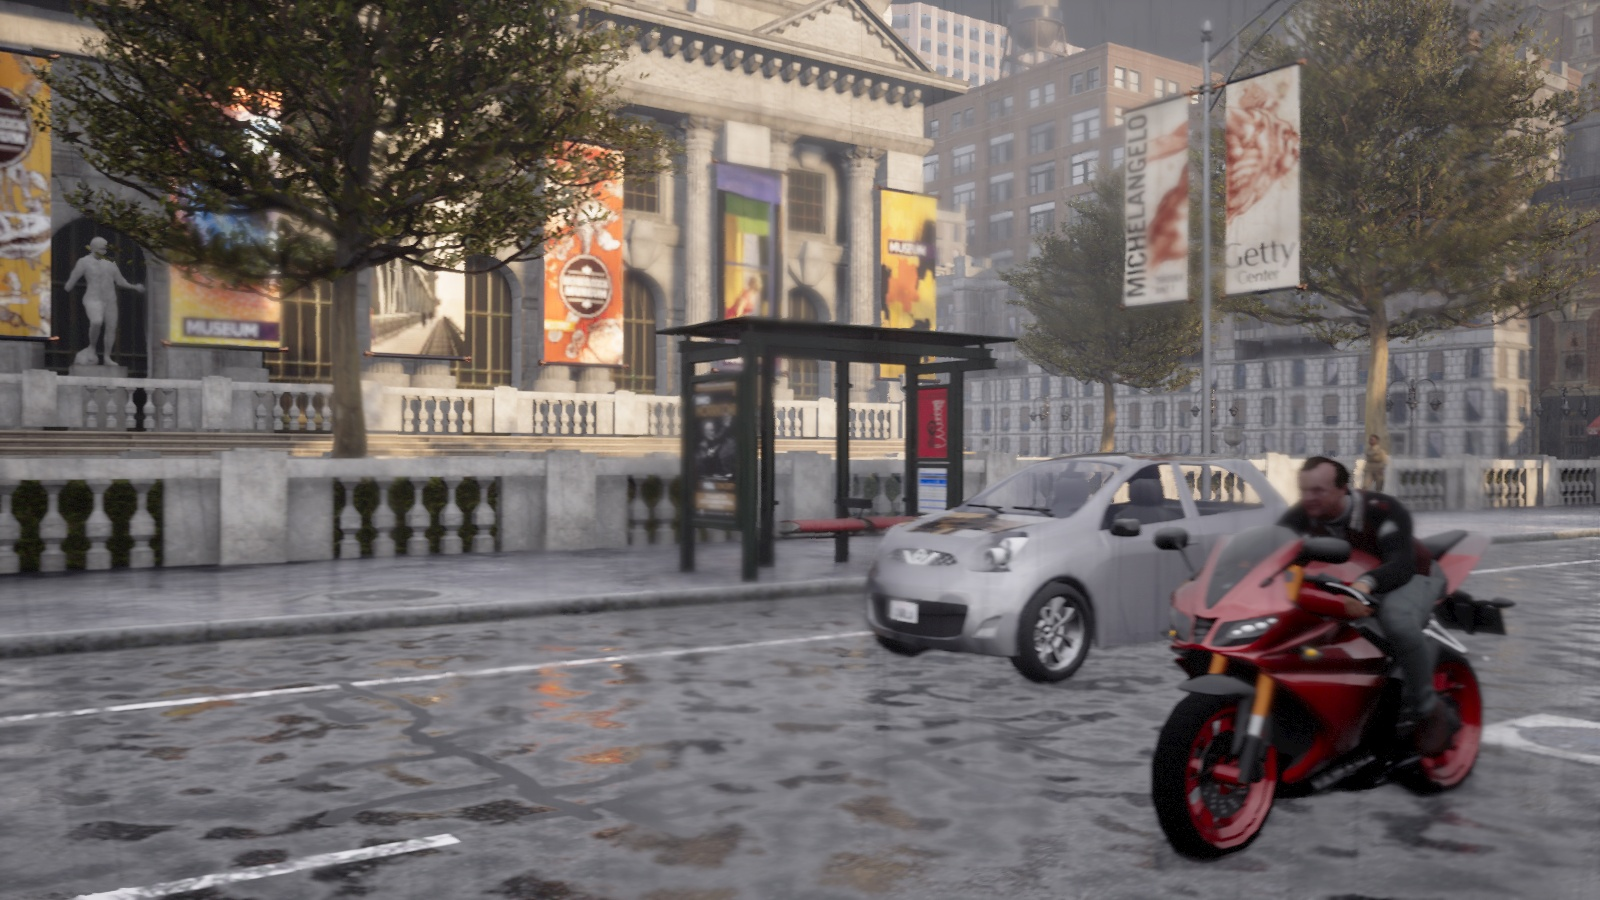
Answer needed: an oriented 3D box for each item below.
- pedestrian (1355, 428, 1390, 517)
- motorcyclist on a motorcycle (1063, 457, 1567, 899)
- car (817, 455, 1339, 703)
[{"bbox_3d":[12.563,0.484,27.573,0.692,1.930,0.396,0,0,-35],"label":"pedestrian"},{"bbox_3d":[2.176,0.795,5.170,2.191,1.530,0.866,0,0,-35],"label":"motorcyclist on a motorcycle"},{"bbox_3d":[2.145,0.788,9.416,3.633,1.501,1.845,0,0,-35],"label":"car"}]
